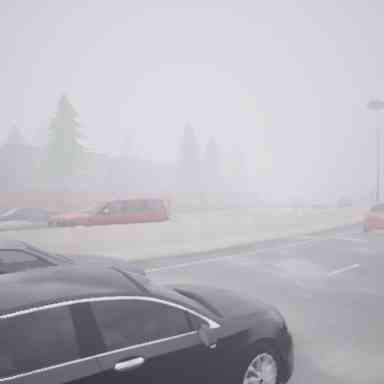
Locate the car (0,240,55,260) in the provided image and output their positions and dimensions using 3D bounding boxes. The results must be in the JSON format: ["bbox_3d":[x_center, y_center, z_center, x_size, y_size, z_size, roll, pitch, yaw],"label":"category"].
[{"bbox_3d":[-3.431,1.558,5.660,5.357,1.411,2.033,0,0,-37],"label":"car"}]

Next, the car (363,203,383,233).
[{"bbox_3d":[11.800,1.435,19.588,2.097,1.767,4.553,0,0,43],"label":"car"}]

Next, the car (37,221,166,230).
[{"bbox_3d":[-3.522,1.261,14.773,5.566,2.045,2.150,0,0,-40],"label":"car"}]

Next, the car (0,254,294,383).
[{"bbox_3d":[-1.031,1.512,3.197,4.892,1.490,1.837,1,0,-36],"label":"car"}]

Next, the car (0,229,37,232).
[{"bbox_3d":[-7.357,1.638,16.160,4.718,1.301,1.895,0,0,-39],"label":"car"}]
